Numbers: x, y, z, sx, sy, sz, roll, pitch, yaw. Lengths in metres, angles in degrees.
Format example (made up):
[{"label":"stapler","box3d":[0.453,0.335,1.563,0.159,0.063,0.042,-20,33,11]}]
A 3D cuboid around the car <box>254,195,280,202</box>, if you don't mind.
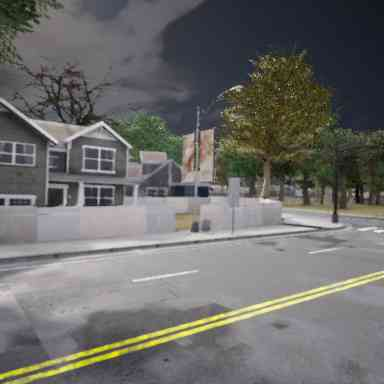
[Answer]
[{"label":"car","box3d":[9.752,1.443,43.750,2.150,2.045,5.566,2,0,-13]}]
